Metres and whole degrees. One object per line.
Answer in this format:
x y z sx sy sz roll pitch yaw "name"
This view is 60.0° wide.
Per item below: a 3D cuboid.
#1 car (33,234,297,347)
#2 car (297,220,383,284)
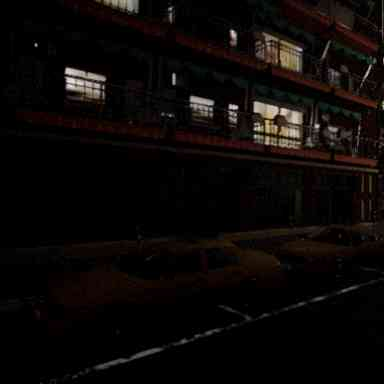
-0.313 1.526 6.322 4.829 1.417 1.752 0 1 -35 "car"
4.295 1.526 9.610 4.829 1.417 1.752 0 1 -35 "car"
